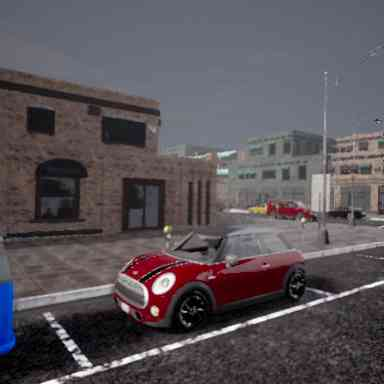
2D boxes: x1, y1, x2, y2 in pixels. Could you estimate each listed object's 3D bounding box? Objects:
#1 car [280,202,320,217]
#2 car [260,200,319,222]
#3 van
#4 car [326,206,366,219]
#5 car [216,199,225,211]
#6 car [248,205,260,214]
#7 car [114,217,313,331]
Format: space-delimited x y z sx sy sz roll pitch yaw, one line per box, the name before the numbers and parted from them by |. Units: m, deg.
car | 12.684 2.063 39.276 1.967 1.590 4.097 1 -1 -35
car | 8.966 1.670 29.944 2.192 1.841 5.009 1 -1 -35
van | -4.106 1.328 3.612 3.998 1.788 1.690 1 1 -35
car | 15.846 2.135 34.716 1.947 1.339 4.313 1 -1 -35
car | 3.195 2.099 52.951 2.192 1.841 5.009 1 -1 -35
car | 9.423 2.203 43.972 1.752 1.417 4.829 1 -1 -35
car | 0.487 1.484 6.889 4.097 1.590 1.967 1 1 -35
